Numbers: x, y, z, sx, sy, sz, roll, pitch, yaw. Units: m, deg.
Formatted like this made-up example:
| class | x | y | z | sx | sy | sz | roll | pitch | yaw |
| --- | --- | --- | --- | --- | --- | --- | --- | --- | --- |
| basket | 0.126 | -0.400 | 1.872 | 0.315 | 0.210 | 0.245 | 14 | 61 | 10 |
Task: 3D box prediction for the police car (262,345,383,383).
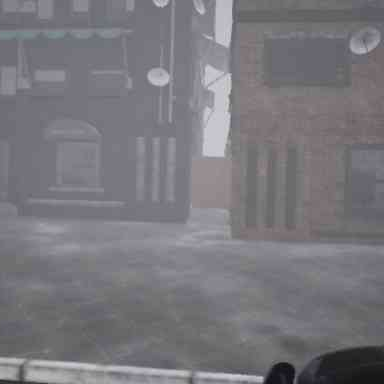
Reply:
| class | x | y | z | sx | sy | sz | roll | pitch | yaw |
| --- | --- | --- | --- | --- | --- | --- | --- | --- | --- |
| police car | 3.051 | 1.541 | 1.968 | 5.238 | 1.638 | 1.930 | 2 | 0 | 4 |
